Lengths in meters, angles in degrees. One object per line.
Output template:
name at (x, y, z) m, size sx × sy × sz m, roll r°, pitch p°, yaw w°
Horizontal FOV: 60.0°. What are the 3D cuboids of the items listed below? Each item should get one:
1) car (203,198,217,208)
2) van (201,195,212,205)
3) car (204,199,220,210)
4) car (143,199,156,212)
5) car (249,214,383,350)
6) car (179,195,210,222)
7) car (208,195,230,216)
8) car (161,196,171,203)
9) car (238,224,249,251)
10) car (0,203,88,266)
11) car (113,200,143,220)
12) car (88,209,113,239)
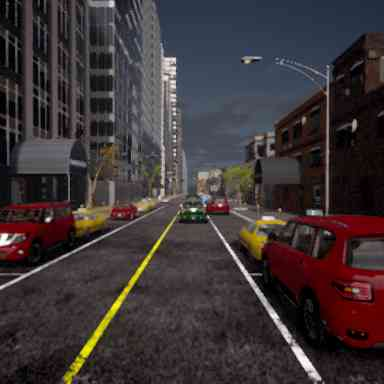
car at (2.670, 1.671, 50.521) m, size 1.802 × 1.307 × 4.206 m, roll -1°, pitch 0°, yaw 0°
van at (2.664, 1.449, 61.591) m, size 1.690 × 1.788 × 3.998 m, roll -1°, pitch 0°, yaw 0°
car at (2.670, 1.645, 44.987) m, size 1.947 × 1.339 × 4.313 m, roll -1°, pitch 0°, yaw 0°
car at (-5.709, 1.594, 39.293) m, size 1.752 × 1.417 × 4.829 m, roll -1°, pitch 0°, yaw 0°
car at (2.674, 1.327, 6.246) m, size 2.192 × 1.841 × 5.009 m, roll -1°, pitch 0°, yaw 0°
car at (0.096, 1.398, 26.608) m, size 2.097 × 1.767 × 4.553 m, roll 0°, pitch 0°, yaw 0°
car at (2.669, 1.375, 33.919) m, size 2.192 × 1.841 × 5.009 m, roll -1°, pitch 0°, yaw 0°
car at (-5.717, 1.568, 72.672) m, size 1.967 × 1.590 × 4.097 m, roll -1°, pitch 0°, yaw 0°
car at (2.677, 1.547, 11.950) m, size 1.752 × 1.417 × 4.829 m, roll -1°, pitch 0°, yaw 0°
car at (-5.707, 1.336, 11.789) m, size 2.192 × 1.841 × 5.009 m, roll -1°, pitch 0°, yaw 0°
car at (-5.707, 1.595, 28.393) m, size 1.887 × 1.381 × 4.507 m, roll -1°, pitch 0°, yaw 0°
car at (-5.705, 1.556, 17.154) m, size 1.752 × 1.417 × 4.829 m, roll -1°, pitch 0°, yaw 0°
